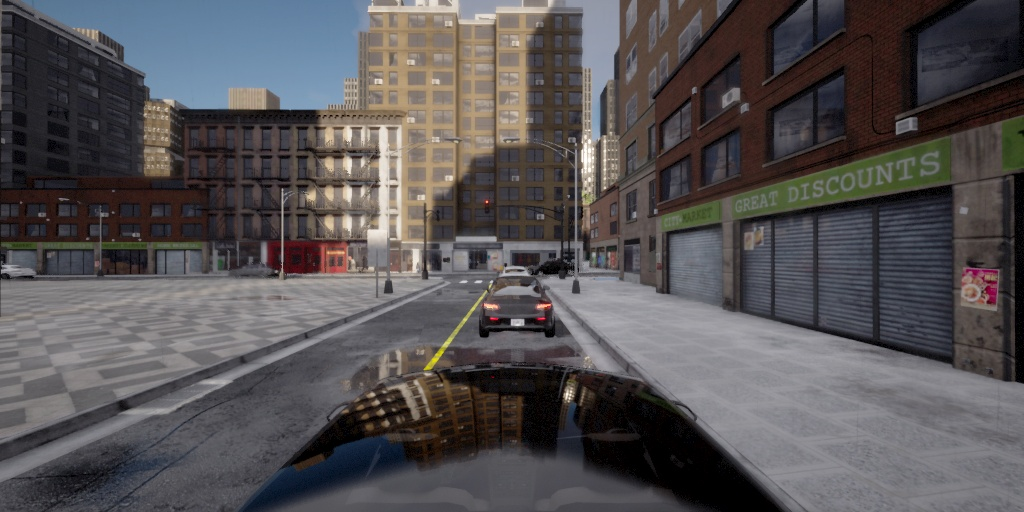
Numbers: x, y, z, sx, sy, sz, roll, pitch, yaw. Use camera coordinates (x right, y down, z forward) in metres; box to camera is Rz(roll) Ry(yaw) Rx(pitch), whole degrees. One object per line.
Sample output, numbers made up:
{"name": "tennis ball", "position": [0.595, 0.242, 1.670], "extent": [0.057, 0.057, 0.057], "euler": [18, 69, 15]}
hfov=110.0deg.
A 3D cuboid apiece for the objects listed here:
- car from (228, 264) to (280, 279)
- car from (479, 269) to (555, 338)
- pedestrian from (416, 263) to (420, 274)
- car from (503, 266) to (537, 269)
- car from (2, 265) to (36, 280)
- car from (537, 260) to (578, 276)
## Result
{"name": "car", "position": [-25.146, 1.493, 35.107], "extent": [4.181, 1.385, 1.994], "euler": [0, 0, -1]}
{"name": "car", "position": [0.119, 1.274, 10.089], "extent": [1.812, 1.442, 4.674], "euler": [0, 0, 0]}
{"name": "pedestrian", "position": [-10.050, 0.969, 38.287], "extent": [0.375, 1.860, 0.375], "euler": [0, 0, -1]}
{"name": "car", "position": [0.145, 1.269, 19.870], "extent": [1.812, 1.442, 4.674], "euler": [0, 0, -1]}
{"name": "car", "position": [-49.334, 1.596, 34.852], "extent": [4.674, 1.442, 1.812], "euler": [0, 0, 0]}
{"name": "car", "position": [3.881, 1.175, 34.475], "extent": [5.008, 1.535, 1.882], "euler": [-1, 0, -15]}
